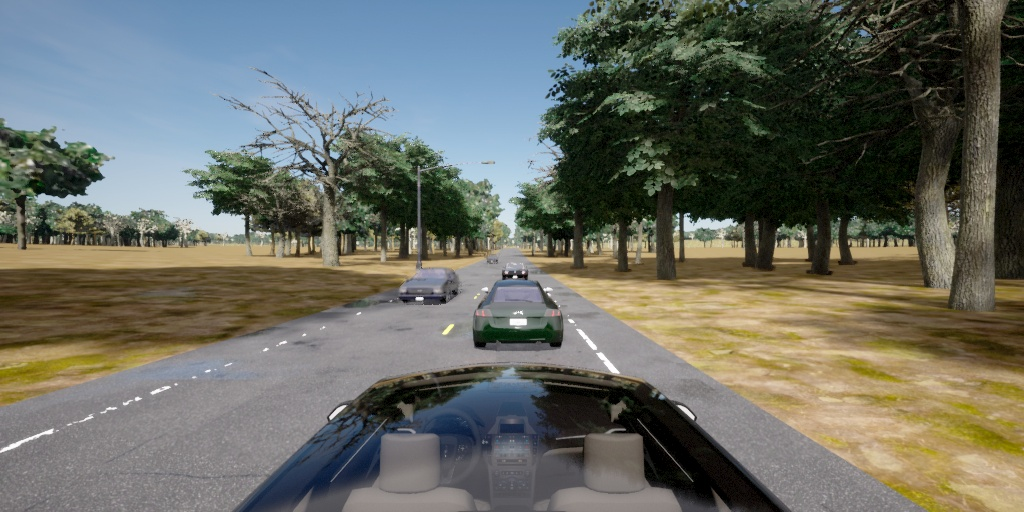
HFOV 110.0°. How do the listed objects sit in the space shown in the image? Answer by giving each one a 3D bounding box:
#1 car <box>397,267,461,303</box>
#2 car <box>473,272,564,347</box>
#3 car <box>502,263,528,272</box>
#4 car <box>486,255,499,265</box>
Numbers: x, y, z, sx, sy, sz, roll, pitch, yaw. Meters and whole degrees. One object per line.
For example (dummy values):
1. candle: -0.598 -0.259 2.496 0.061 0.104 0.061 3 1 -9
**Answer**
1. car: -3.528 1.219 16.365 2.033 1.411 5.357 0 1 0
2. car: 0.135 1.293 9.248 1.994 1.385 4.181 0 0 0
3. car: 0.225 1.159 27.173 1.895 1.301 4.718 0 1 0
4. car: -3.215 0.559 59.103 1.882 1.535 5.008 0 1 0
